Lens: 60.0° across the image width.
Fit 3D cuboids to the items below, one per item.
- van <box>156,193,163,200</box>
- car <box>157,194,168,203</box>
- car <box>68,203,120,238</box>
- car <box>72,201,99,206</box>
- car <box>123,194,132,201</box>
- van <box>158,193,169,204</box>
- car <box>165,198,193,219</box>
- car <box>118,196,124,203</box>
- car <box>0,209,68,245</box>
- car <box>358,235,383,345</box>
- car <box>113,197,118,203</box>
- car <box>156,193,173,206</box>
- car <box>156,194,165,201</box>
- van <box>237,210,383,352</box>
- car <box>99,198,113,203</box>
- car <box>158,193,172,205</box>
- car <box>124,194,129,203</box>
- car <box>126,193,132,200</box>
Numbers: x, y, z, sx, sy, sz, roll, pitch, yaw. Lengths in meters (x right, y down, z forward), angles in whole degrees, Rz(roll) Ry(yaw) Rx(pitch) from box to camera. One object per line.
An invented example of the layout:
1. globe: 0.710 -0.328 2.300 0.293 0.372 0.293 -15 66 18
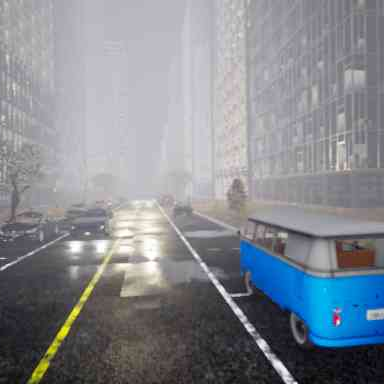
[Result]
1. van: -8.335 1.177 84.850 1.690 1.788 3.998 -2 0 -7
2. car: -6.107 1.300 67.945 1.967 1.590 4.097 -2 0 -7
3. car: -5.320 1.579 18.427 2.033 1.411 5.357 -1 0 -7
4. car: -9.221 1.622 27.407 2.008 1.369 4.403 -2 0 -7
5. car: -17.380 1.428 89.393 1.967 1.590 4.097 -2 0 -7
6. van: -5.369 1.209 62.310 1.690 1.788 3.998 -2 0 -7
7. car: -0.914 1.462 28.500 2.008 1.369 4.403 -2 0 -7
8. car: -12.907 1.561 55.414 1.752 1.417 4.829 -2 0 -7
9. car: -7.739 1.636 16.137 2.008 1.369 4.403 -2 0 -7
10. car: 2.786 1.261 0.324 2.192 1.841 5.009 -2 0 -7
11. car: -11.449 1.490 44.312 1.967 1.590 4.097 -2 0 -7
12. car: -3.887 1.198 51.039 2.192 1.841 5.009 -2 0 -7
13. car: -7.591 1.285 79.215 1.967 1.590 4.097 -2 0 -7
14. van: 2.046 1.280 5.959 1.690 1.788 3.998 -2 0 -7
15. car: -10.704 1.639 38.677 1.802 1.307 4.206 -2 0 -7
16. car: -4.628 1.191 56.675 2.192 1.841 5.009 -2 0 -7
17. car: -14.412 1.586 66.853 1.947 1.339 4.313 -2 0 -7
18. car: -15.895 1.555 78.123 2.008 1.369 4.403 -2 0 -7
